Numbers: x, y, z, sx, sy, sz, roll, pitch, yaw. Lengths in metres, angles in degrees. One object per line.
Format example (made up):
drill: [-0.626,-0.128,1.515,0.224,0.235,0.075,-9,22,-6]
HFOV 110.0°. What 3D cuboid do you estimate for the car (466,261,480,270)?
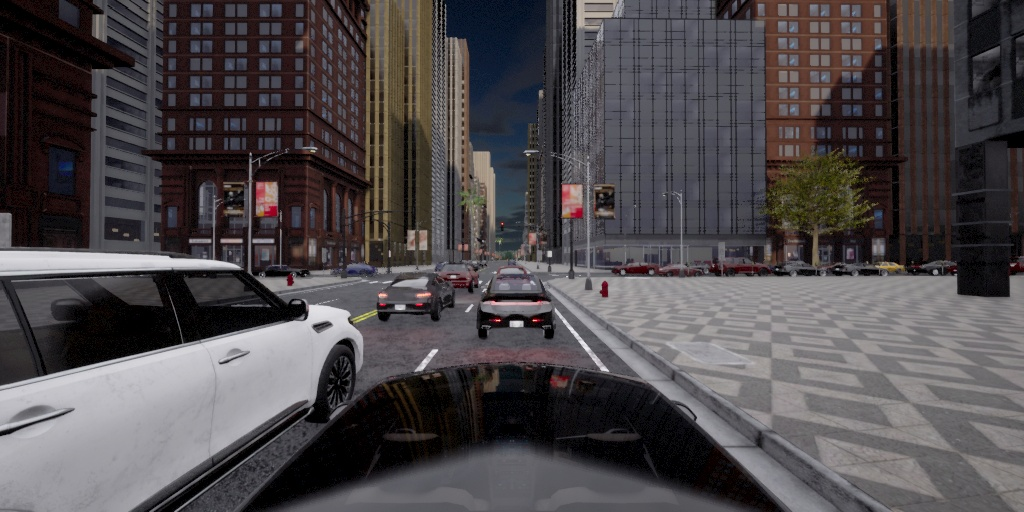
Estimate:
car: [-6.601,1.557,61.326,1.812,1.442,4.674,0,0,0]

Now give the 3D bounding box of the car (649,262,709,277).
car: [15.303,1.326,32.966,4.207,1.307,1.802,0,0,-1]

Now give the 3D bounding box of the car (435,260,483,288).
car: [-3.157,1.140,21.394,2.097,1.767,4.553,0,0,0]

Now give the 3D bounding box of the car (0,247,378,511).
car: [-3.155,0.972,2.635,2.150,2.045,5.566,0,0,0]

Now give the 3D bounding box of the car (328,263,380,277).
car: [-16.785,1.459,38.213,4.674,1.442,1.812,0,-1,0]

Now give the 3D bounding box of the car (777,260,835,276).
car: [26.578,1.274,33.145,4.313,1.339,1.948,0,0,-1]

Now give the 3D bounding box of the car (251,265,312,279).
car: [-22.413,1.524,34.979,4.718,1.301,1.895,0,-1,-3]

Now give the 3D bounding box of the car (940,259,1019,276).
car: [43.491,1.213,33.415,4.507,1.381,1.888,0,0,-1]

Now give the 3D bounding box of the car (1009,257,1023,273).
car: [49.130,0.972,33.505,5.009,1.841,2.192,0,0,-1]

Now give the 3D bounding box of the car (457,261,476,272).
car: [-6.618,1.460,52.227,2.128,1.511,4.902,0,0,0]

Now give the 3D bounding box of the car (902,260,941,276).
car: [42.840,1.205,36.031,4.892,1.490,1.837,0,-1,-1]

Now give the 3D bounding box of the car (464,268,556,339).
car: [0.095,1.248,10.103,2.128,1.511,4.902,0,0,0]

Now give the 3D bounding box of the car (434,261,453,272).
car: [-9.858,1.492,51.951,1.812,1.442,4.674,0,0,0]

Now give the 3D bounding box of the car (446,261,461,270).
car: [-9.851,1.554,60.873,1.812,1.442,4.674,0,0,0]

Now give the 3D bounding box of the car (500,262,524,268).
car: [-0.008,1.259,19.603,1.882,1.535,5.008,0,0,0]

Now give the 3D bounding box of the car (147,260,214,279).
car: [-32.231,1.320,34.986,4.553,1.767,2.097,0,-1,0]

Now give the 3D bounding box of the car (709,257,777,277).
car: [20.941,1.040,33.056,5.009,1.841,2.192,0,0,-1]

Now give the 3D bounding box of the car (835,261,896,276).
car: [32.215,1.259,33.235,4.313,1.339,1.948,0,0,-1]

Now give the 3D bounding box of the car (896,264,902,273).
car: [43.192,1.294,41.936,4.829,1.417,1.751,0,0,-1]

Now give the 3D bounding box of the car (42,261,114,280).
car: [-42.285,1.366,35.004,4.553,1.767,2.097,0,-1,1]

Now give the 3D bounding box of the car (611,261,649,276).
car: [13.251,1.297,38.719,5.008,1.535,1.882,0,-1,-2]

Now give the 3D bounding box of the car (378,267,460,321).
car: [-3.155,1.287,12.414,1.812,1.442,4.674,0,0,0]
